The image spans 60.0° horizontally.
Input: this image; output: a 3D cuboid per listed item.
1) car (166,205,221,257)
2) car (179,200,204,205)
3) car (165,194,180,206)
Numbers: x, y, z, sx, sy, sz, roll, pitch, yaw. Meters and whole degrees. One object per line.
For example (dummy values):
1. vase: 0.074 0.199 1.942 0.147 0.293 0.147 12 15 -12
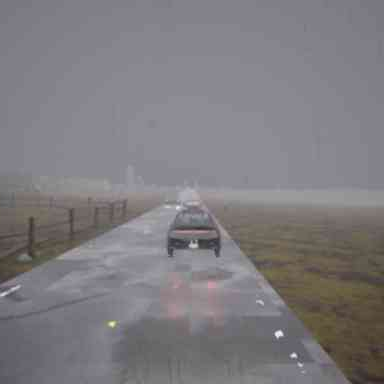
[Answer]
1. car: 0.073 1.467 12.892 2.128 1.511 4.902 0 0 0
2. car: 0.083 1.427 28.995 1.812 1.442 4.674 0 0 0
3. car: -2.820 1.101 49.647 2.097 1.767 4.553 0 1 0
